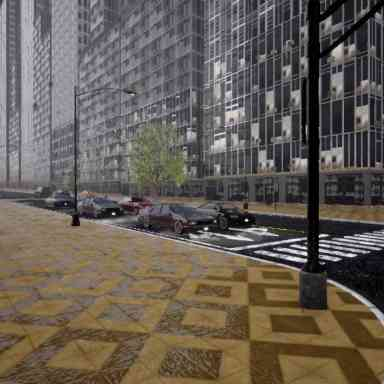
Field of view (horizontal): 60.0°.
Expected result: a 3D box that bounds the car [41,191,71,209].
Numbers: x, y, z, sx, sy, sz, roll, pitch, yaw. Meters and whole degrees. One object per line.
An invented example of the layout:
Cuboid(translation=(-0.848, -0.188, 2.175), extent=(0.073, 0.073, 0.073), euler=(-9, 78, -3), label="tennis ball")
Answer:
Cuboid(translation=(-13.397, 0.939, 33.562), extent=(1.994, 1.385, 4.181), euler=(0, 1, -38), label="car")

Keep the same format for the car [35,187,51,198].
Cuboid(translation=(-28.475, -0.026, 63.764), extent=(2.150, 2.045, 5.566), euler=(0, 1, -38), label="car")

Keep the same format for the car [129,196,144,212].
Cuboid(translation=(-4.610, 1.082, 27.592), extent=(1.812, 1.442, 4.674), euler=(0, 1, -38), label="car")

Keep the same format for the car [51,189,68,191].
Cuboid(translation=(-25.349, 0.271, 65.040), extent=(1.837, 1.490, 4.892), euler=(0, 1, -38), label="car")

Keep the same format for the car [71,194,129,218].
Cuboid(translation=(-7.188, 1.107, 25.614), extent=(2.033, 1.411, 5.357), euler=(0, 1, -38), label="car")

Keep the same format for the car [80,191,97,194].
Cuboid(translation=(-11.025, 0.913, 35.804), extent=(2.033, 1.411, 5.357), euler=(0, 1, -38), label="car")

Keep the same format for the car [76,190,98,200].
Cuboid(translation=(-17.281, 0.490, 54.698), extent=(1.882, 1.535, 5.008), euler=(0, 0, -38), label="car")

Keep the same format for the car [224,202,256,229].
Cuboid(translation=(1.721, 1.309, 19.523), extent=(1.994, 1.385, 4.181), euler=(0, 1, -38), label="car")

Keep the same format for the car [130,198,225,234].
Cuboid(translation=(-0.970, 1.292, 17.687), extent=(2.033, 1.411, 5.357), euler=(0, 1, -38), label="car")
